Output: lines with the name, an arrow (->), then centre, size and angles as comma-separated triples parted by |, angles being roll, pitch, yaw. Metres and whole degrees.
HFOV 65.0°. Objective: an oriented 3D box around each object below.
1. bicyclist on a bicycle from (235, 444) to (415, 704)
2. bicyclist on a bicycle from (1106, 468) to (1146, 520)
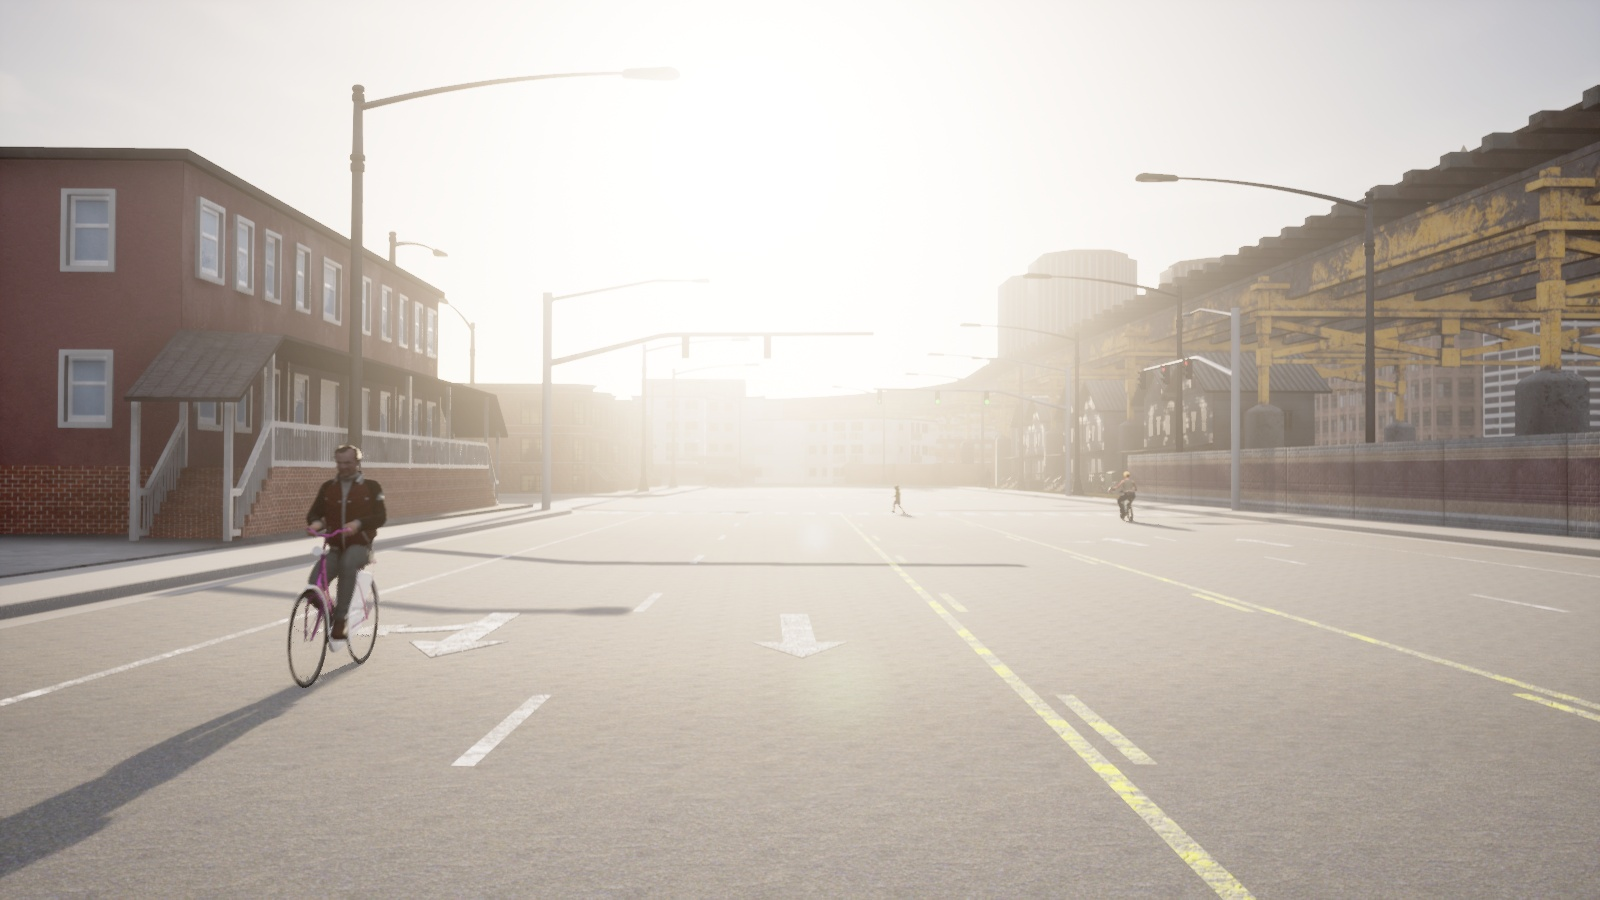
bicyclist on a bicycle -> -3.523, 0.864, 9.491 | 0.659, 1.776, 1.843 | 0, -1, 0
bicyclist on a bicycle -> 10.412, 1.401, 40.145 | 0.866, 1.612, 1.509 | 0, -1, 0
